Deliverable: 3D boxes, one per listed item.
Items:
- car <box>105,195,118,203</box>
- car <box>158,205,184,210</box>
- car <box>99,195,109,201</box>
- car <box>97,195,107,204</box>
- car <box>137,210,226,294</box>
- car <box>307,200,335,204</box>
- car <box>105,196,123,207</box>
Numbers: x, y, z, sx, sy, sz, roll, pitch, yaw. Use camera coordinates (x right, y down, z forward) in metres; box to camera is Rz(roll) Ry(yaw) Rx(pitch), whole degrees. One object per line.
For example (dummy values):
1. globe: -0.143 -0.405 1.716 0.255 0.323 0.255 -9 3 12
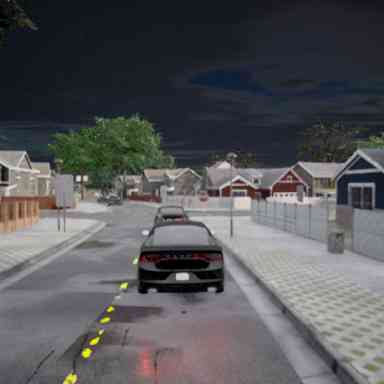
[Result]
1. car: -17.829 1.519 73.758 1.882 1.535 5.008 -1 0 -24
2. car: -1.179 1.503 18.294 1.837 1.490 4.892 0 0 -6
3. car: -22.025 1.423 83.256 1.812 1.442 4.674 -1 0 -22
4. car: -18.062 1.606 67.735 2.033 1.411 5.357 -1 0 -25
5. car: -0.330 1.473 8.838 1.882 1.535 5.008 0 0 -3
6. car: 15.605 1.649 40.128 5.008 1.535 1.882 0 1 -20
7. car: -12.439 1.610 53.582 1.994 1.385 4.181 0 0 -20
